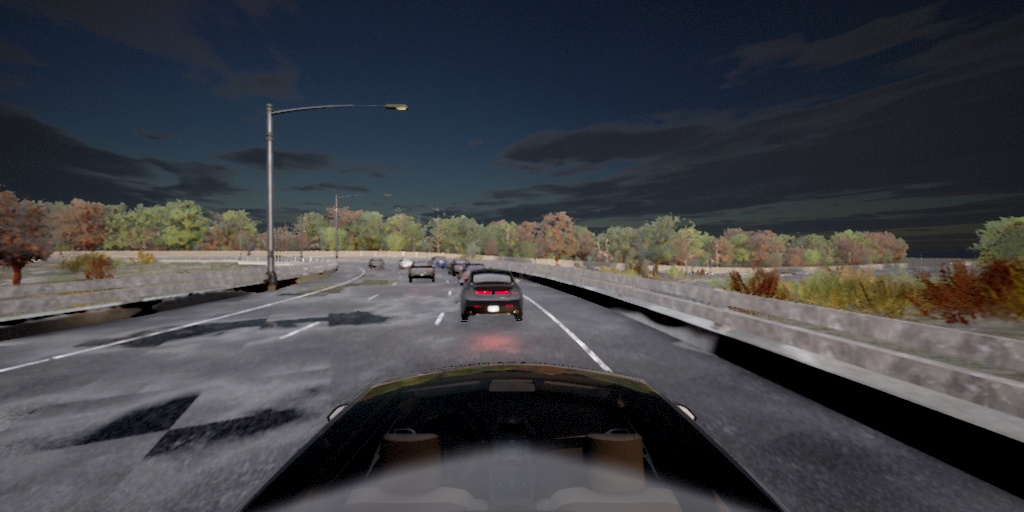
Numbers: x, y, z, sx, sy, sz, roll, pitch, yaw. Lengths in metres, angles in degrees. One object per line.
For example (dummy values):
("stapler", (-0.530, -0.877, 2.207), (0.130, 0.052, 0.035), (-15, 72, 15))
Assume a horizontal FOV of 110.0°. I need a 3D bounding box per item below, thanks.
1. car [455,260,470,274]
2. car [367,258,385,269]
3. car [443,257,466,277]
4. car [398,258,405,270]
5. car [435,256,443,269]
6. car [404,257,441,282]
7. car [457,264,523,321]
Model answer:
("car", (-2.387, 1.174, 22.988), (1.994, 1.385, 4.181), (0, 0, -10))
("car", (-18.406, 0.977, 48.475), (2.128, 1.511, 4.902), (0, 0, -27))
("car", (-4.812, 1.040, 32.958), (2.128, 1.511, 4.902), (0, 0, -17))
("car", (-13.770, 1.008, 46.836), (1.812, 1.442, 4.674), (0, 0, -25))
("car", (-9.485, 0.826, 45.779), (2.097, 1.767, 4.553), (0, 0, -23))
("car", (-6.783, 1.090, 26.984), (2.128, 1.511, 4.902), (0, 1, -15))
("car", (-0.749, 1.183, 12.107), (1.837, 1.490, 4.892), (0, 0, -6))
